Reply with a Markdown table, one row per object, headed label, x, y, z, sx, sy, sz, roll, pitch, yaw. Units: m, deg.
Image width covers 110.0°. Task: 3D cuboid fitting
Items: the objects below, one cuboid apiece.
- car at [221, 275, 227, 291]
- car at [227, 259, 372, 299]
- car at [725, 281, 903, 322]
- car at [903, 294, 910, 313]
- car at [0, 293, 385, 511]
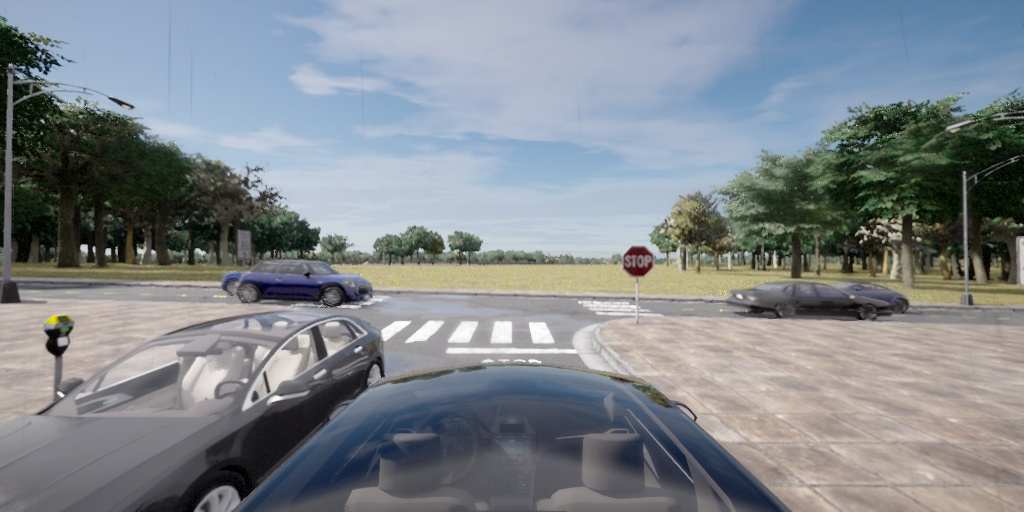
| label | x | y | z | sx | sy | sz | roll | pitch | yaw |
| --- | --- | --- | --- | --- | --- | --- | --- | --- | --- |
| car | -10.802 | 1.044 | 16.904 | 5.008 | 1.535 | 1.882 | 2 | -1 | 0 |
| car | -7.876 | 0.959 | 13.959 | 4.553 | 1.767 | 2.097 | 1 | -1 | 0 |
| car | 11.363 | 1.694 | 13.966 | 5.357 | 1.411 | 2.033 | 2 | -1 | 0 |
| car | 15.911 | 1.881 | 16.917 | 4.181 | 1.385 | 1.994 | 2 | -1 | 0 |
| car | -2.640 | 1.308 | 3.494 | 2.007 | 1.370 | 4.403 | 0 | 0 | 0 |
